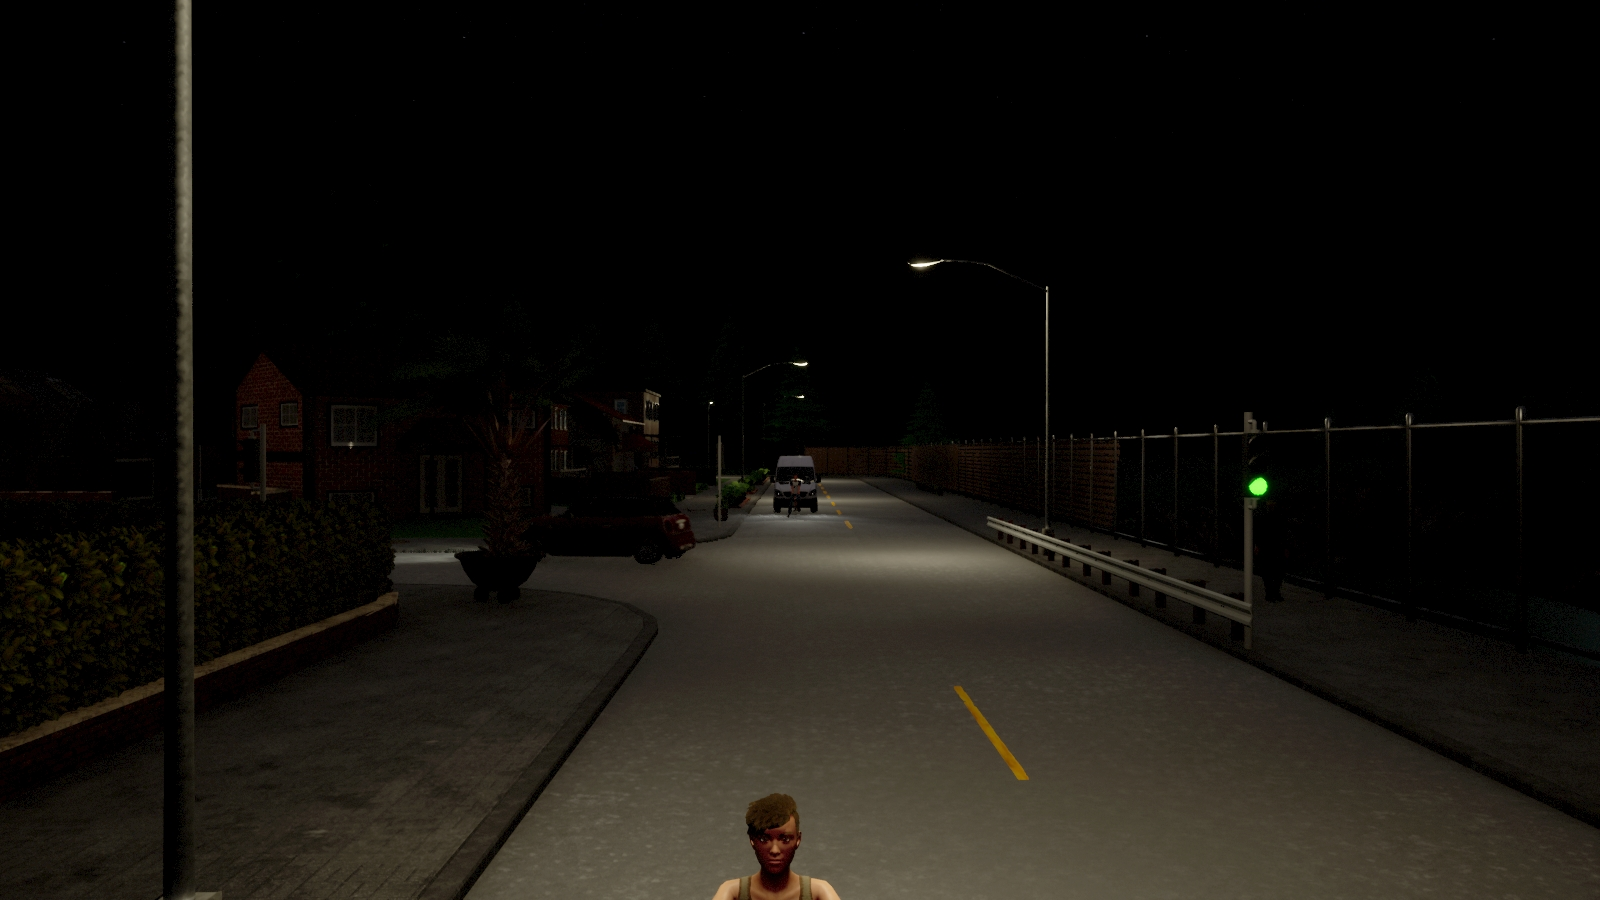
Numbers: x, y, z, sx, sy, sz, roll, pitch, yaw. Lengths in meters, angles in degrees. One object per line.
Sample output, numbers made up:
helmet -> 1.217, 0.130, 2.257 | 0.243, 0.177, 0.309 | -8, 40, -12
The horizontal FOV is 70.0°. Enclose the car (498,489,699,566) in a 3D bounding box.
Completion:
car -> -5.074, 1.916, 29.031 | 4.553, 1.767, 2.097 | 0, 0, 12

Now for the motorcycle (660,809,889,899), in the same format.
motorcycle -> -0.084, 2.157, 3.590 | 0.764, 1.307, 2.356 | 0, 0, -1

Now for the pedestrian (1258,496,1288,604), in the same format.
pedestrian -> 8.337, 1.752, 20.137 | 0.375, 1.860, 0.375 | 0, 0, 1
